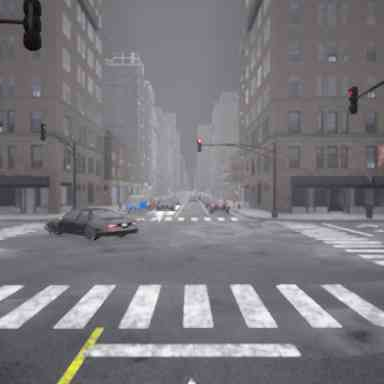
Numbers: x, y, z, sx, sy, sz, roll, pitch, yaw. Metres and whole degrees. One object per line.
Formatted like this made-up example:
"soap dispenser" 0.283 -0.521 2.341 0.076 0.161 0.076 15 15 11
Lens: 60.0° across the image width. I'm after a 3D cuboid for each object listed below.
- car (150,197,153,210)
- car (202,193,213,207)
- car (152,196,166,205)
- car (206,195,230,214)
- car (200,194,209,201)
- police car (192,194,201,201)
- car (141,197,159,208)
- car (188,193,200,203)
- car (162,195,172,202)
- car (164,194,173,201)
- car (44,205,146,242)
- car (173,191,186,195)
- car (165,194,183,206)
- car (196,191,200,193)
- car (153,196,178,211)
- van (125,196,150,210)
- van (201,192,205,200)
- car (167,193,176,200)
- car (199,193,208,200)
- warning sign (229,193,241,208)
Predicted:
"car" -5.740 1.343 40.192 1.967 1.590 4.097 0 0 0
"car" 2.803 1.330 45.838 1.967 1.590 4.097 0 0 0
"car" -5.687 1.426 57.198 1.947 1.339 4.313 0 0 0
"car" 2.768 1.357 34.500 1.967 1.590 4.097 0 0 0
"car" 2.910 1.239 79.854 1.967 1.590 4.097 0 0 0
"police car" 1.042 1.222 80.595 1.930 1.638 5.238 0 0 -1
"car" -5.722 1.455 45.861 1.947 1.339 4.313 0 0 0
"car" 0.194 1.444 64.098 1.895 1.301 4.718 0 0 0
"car" -5.633 1.359 74.202 1.887 1.381 4.507 0 0 0
"car" -5.616 1.324 79.700 1.752 1.417 4.829 0 0 0
"car" -5.027 1.503 16.284 5.357 1.411 2.033 0 0 37
"car" -2.791 0.969 69.080 2.128 1.511 4.902 0 0 0
"car" -2.916 1.435 53.373 1.994 1.385 4.181 0 0 1
"car" 0.225 1.108 74.071 1.882 1.535 5.008 0 0 0
"car" -2.982 1.471 38.386 1.994 1.385 4.181 0 0 0
"van" -5.758 1.257 34.524 1.690 1.788 3.998 0 0 0
"van" 2.839 1.202 57.176 1.690 1.788 3.998 0 0 0
"car" -5.580 1.081 91.207 2.192 1.841 5.009 0 0 0
"car" 2.928 1.098 85.522 2.192 1.841 5.009 0 0 0
"warning sign" 5.188 1.018 40.485 1.300 1.860 1.060 0 0 0
